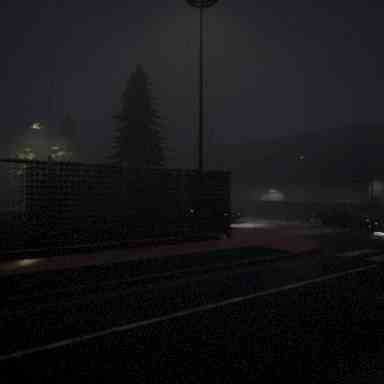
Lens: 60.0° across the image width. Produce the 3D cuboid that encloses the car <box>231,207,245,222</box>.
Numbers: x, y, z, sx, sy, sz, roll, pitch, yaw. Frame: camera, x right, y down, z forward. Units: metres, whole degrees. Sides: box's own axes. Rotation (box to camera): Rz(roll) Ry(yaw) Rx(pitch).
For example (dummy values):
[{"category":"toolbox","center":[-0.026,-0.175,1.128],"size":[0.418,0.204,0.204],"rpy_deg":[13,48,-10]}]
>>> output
[{"category":"car","center":[1.841,1.634,27.151],"size":[1.837,1.490,4.892],"rpy_deg":[0,0,-35]}]

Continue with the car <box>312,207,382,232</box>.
[{"category":"car","center":[9.968,1.716,21.654],"size":[1.994,1.385,4.181],"rpy_deg":[0,0,-35]}]

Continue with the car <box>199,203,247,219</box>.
[{"category":"car","center":[2.859,1.753,31.802],"size":[1.895,1.301,4.718],"rpy_deg":[0,0,-35]}]
